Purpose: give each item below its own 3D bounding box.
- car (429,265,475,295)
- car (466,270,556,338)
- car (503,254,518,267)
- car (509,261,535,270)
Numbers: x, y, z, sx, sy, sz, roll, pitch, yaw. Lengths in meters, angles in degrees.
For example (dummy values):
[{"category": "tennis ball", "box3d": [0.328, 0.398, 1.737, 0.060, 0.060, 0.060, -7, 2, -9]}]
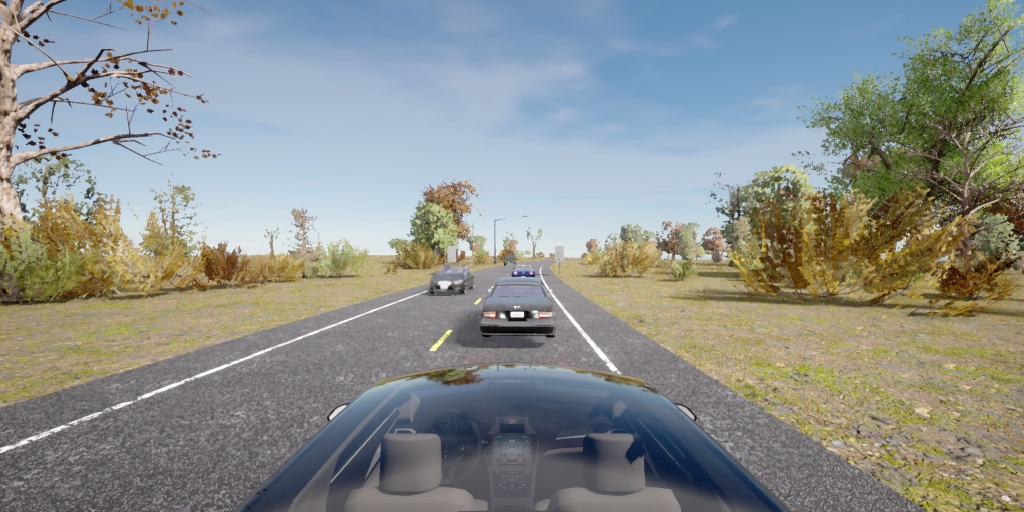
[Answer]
[{"category": "car", "box3d": [-3.201, 1.246, 19.840, 2.128, 1.511, 4.902, 0, 0, 2]}, {"category": "car", "box3d": [0.210, 1.299, 10.181, 2.033, 1.411, 5.357, 0, 0, 2]}, {"category": "car", "box3d": [-0.202, 0.622, 61.861, 2.150, 2.045, 5.566, 0, 0, 6]}, {"category": "car", "box3d": [0.947, 1.353, 29.774, 1.895, 1.301, 4.718, 0, 0, 2]}]
